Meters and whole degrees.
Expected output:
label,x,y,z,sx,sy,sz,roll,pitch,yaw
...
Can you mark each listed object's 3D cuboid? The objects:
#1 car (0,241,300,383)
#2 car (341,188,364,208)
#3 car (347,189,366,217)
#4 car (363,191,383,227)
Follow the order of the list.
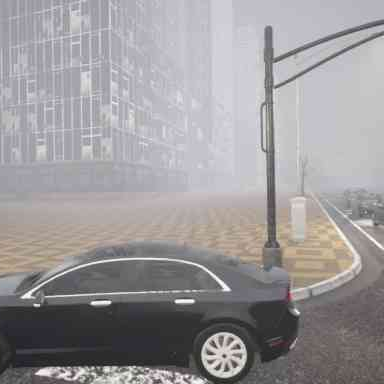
label,x,y,z,sx,sy,sz,roll,pitch,yaw
car,-1.014,1.505,4.750,4.892,1.490,1.837,0,0,0
car,13.188,0.454,26.700,2.128,1.511,4.902,-1,2,18
car,11.175,0.759,20.643,1.994,1.385,4.181,-1,2,17
car,9.106,0.928,14.355,2.128,1.511,4.902,-1,2,18
